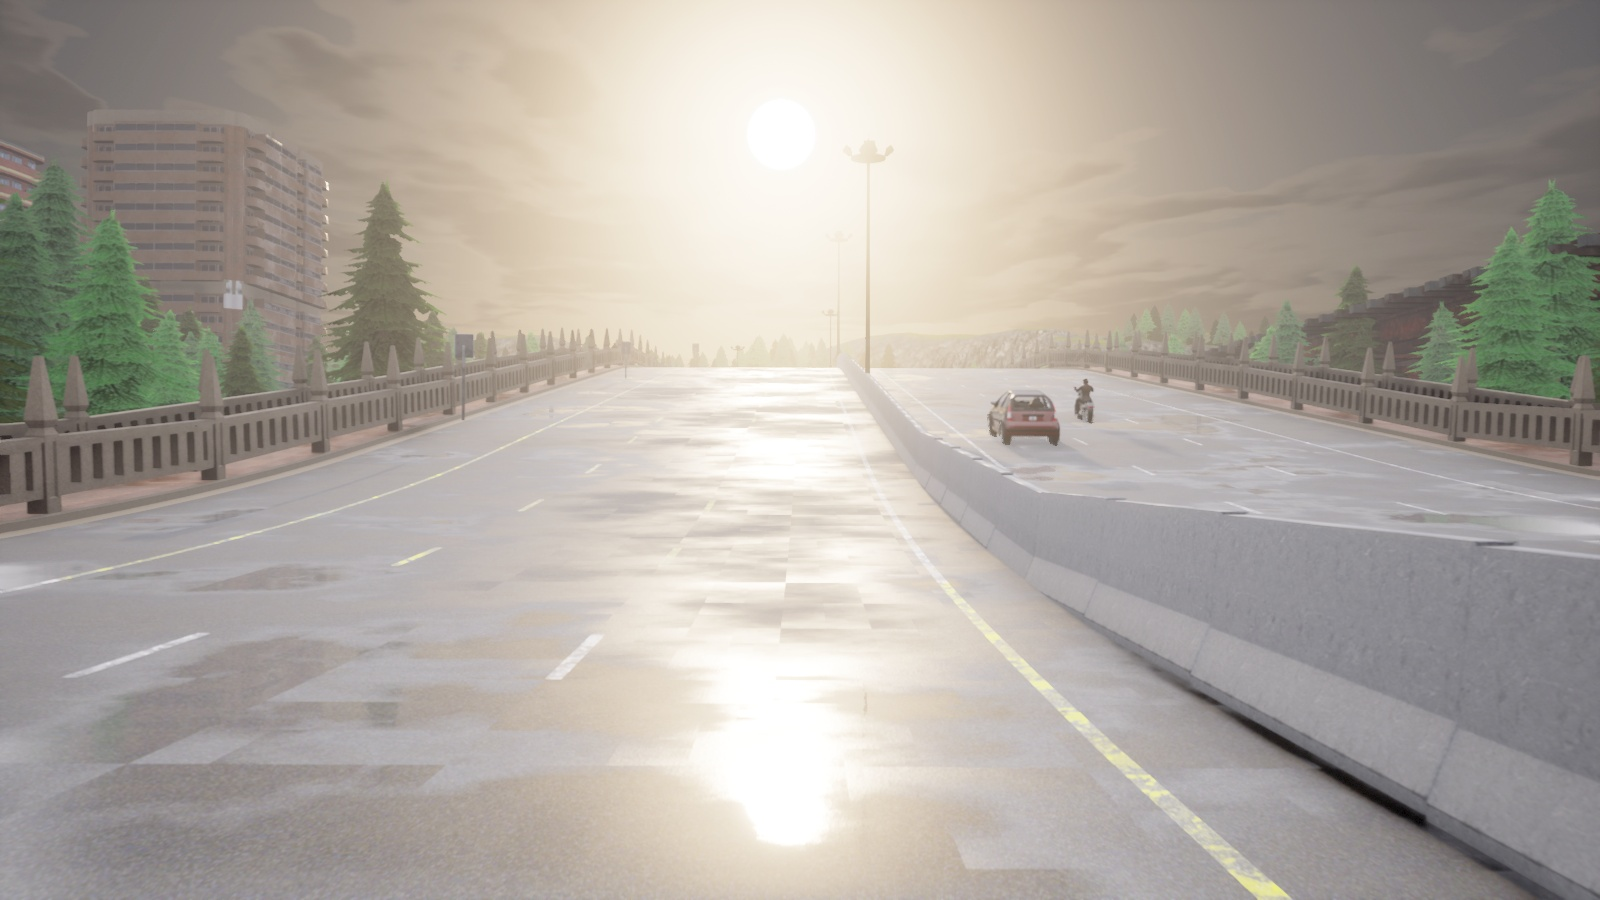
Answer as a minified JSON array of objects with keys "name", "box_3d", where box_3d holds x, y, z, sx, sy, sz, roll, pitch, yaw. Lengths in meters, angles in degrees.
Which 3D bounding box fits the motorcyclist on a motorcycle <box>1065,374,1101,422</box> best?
[{"name":"motorcyclist on a motorcycle","box_3d":[10.534,-1.970,46.838,0.766,1.649,2.350,0,6,0]}]

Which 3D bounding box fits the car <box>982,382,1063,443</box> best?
[{"name":"car","box_3d":[7.018,-1.245,39.941,1.851,1.617,3.988,0,6,0]}]
